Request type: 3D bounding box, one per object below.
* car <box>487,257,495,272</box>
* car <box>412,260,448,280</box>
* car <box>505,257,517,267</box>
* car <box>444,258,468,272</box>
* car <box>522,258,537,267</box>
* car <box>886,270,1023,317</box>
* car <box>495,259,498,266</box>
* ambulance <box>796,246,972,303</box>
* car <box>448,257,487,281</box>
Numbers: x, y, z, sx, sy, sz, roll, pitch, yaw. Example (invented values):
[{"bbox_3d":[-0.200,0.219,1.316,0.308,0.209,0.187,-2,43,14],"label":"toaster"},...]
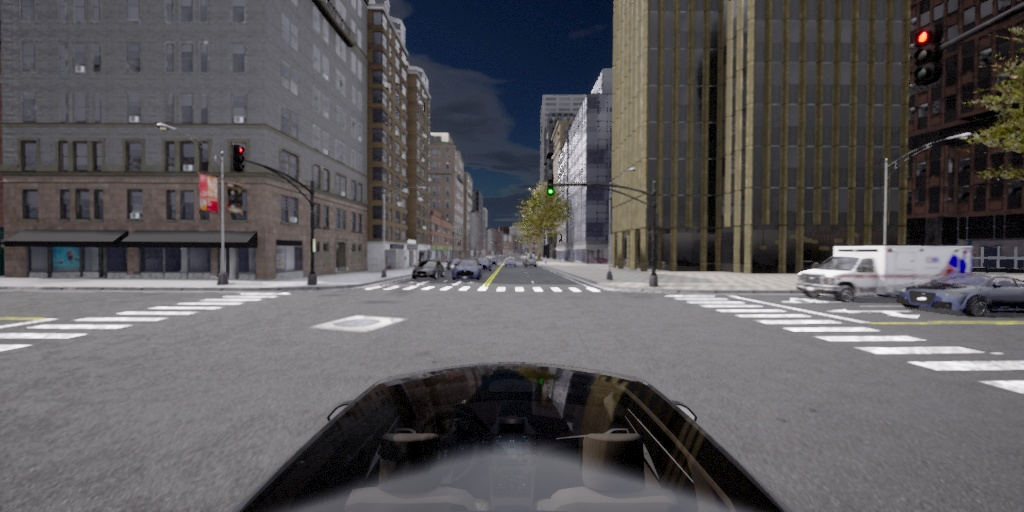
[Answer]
[{"bbox_3d":[-3.492,0.928,42.789,2.097,1.767,4.553,0,0,0],"label":"car"},{"bbox_3d":[-6.694,1.113,29.048,1.837,1.490,4.892,0,1,0],"label":"car"},{"bbox_3d":[-0.219,1.079,58.046,2.033,1.411,5.357,0,0,0],"label":"car"},{"bbox_3d":[-6.746,1.044,43.548,2.128,1.511,4.902,0,1,0],"label":"car"},{"bbox_3d":[3.031,1.096,58.059,2.033,1.411,5.357,0,0,0],"label":"car"},{"bbox_3d":[16.600,1.345,12.885,4.181,1.385,1.994,0,1,-3],"label":"car"},{"bbox_3d":[-3.489,1.105,63.009,1.895,1.301,4.718,0,0,0],"label":"car"},{"bbox_3d":[16.469,0.768,16.107,6.366,2.431,2.351,0,1,-3],"label":"ambulance"},{"bbox_3d":[-3.442,0.982,28.416,2.097,1.767,4.553,0,0,0],"label":"car"}]
